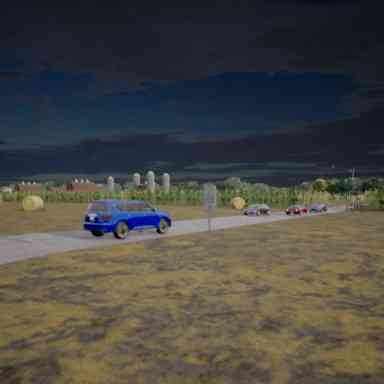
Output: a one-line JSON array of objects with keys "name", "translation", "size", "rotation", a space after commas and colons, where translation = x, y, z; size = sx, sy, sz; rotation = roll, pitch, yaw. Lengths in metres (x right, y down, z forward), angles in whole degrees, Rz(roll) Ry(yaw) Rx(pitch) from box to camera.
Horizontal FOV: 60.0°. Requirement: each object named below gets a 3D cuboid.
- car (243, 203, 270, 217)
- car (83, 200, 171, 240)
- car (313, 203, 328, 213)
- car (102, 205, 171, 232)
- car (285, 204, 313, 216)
[{"name": "car", "translation": [7.859, 2.153, 40.131], "size": [1.837, 1.490, 4.892], "rotation": [0, -1, 36]}, {"name": "car", "translation": [-3.548, 1.485, 19.171], "size": [2.150, 2.045, 5.566], "rotation": [0, -1, 35]}, {"name": "car", "translation": [19.708, 2.482, 51.920], "size": [2.033, 1.411, 5.357], "rotation": [0, -1, 35]}, {"name": "car", "translation": [-3.812, 1.787, 23.725], "size": [1.882, 1.535, 5.008], "rotation": [0, -1, 35]}, {"name": "car", "translation": [13.915, 2.371, 43.683], "size": [1.895, 1.301, 4.718], "rotation": [0, -1, 36]}]
